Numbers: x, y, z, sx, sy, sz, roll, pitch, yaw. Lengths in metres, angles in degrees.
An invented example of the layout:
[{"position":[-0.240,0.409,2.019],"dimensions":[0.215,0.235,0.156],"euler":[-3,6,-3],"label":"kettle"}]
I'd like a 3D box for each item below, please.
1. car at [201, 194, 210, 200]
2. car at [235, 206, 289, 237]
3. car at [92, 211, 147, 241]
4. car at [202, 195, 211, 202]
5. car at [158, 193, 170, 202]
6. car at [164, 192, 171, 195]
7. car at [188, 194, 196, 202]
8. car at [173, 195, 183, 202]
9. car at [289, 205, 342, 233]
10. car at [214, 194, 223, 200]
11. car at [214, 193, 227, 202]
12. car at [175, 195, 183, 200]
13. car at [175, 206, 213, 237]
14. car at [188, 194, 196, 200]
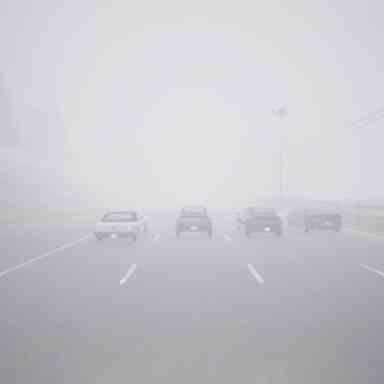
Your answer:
[{"position":[3.502,1.435,88.879],"dimensions":[2.128,1.511,4.902],"euler":[0,0,0],"label":"car"},{"position":[3.601,1.521,18.338],"dimensions":[1.837,1.490,4.892],"euler":[0,0,0],"label":"car"},{"position":[-3.399,1.615,16.687],"dimensions":[1.895,1.301,4.718],"euler":[0,0,0],"label":"car"},{"position":[3.501,1.613,78.876],"dimensions":[1.994,1.385,4.181],"euler":[0,0,0],"label":"car"},{"position":[-6.999,1.613,78.906],"dimensions":[1.994,1.385,4.181],"euler":[0,0,0],"label":"car"},{"position":[-6.998,1.134,88.940],"dimensions":[2.150,2.045,5.566],"euler":[0,0,0],"label":"car"},{"position":[0.001,1.584,78.876],"dimensions":[1.812,1.442,4.674],"euler":[0,0,0],"label":"car"},{"position":[-3.499,1.558,78.460],"dimensions":[1.837,1.490,4.892],"euler":[0,0,0],"label":"car"},{"position":[7.101,1.495,19.821],"dimensions":[1.882,1.535,5.008],"euler":[0,0,0],"label":"car"},{"position":[7.002,1.387,88.879],"dimensions":[1.882,1.535,5.008],"euler":[0,0,0],"label":"car"},{"position":[7.001,1.284,78.490],"dimensions":[2.150,2.045,5.566],"euler":[0,0,0],"label":"car"},{"position":[-3.498,1.504,88.909],"dimensions":[1.895,1.301,4.718],"euler":[0,0,0],"label":"car"},{"position":[0.101,1.507,18.256],"dimensions":[2.128,1.511,4.902],"euler":[0,0,0],"label":"car"},{"position":[0.002,1.387,88.879],"dimensions":[1.882,1.535,5.008],"euler":[0,0,0],"label":"car"}]
